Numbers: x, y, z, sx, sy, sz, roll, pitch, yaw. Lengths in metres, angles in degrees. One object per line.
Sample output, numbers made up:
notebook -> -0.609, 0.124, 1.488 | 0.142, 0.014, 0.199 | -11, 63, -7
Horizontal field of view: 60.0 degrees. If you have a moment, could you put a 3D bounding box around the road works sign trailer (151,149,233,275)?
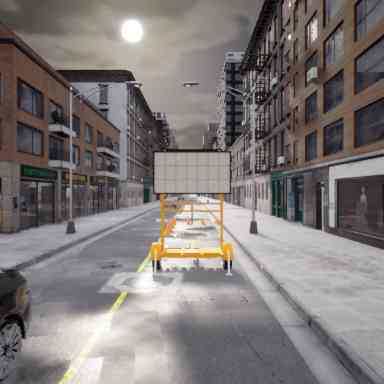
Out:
road works sign trailer -> 0.004, 0.467, 10.393 | 2.380, 3.560, 2.880 | 0, 0, 0

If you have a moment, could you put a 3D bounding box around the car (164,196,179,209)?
car -> -3.080, 1.569, 45.428 | 1.812, 1.442, 4.674 | 0, 0, 0

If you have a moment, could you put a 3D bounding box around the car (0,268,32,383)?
car -> -3.099, 1.491, 2.576 | 2.128, 1.511, 4.902 | 0, 0, 0

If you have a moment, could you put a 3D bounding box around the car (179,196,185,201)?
car -> -2.963, 1.682, 90.765 | 2.033, 1.411, 5.357 | 0, 0, 0
